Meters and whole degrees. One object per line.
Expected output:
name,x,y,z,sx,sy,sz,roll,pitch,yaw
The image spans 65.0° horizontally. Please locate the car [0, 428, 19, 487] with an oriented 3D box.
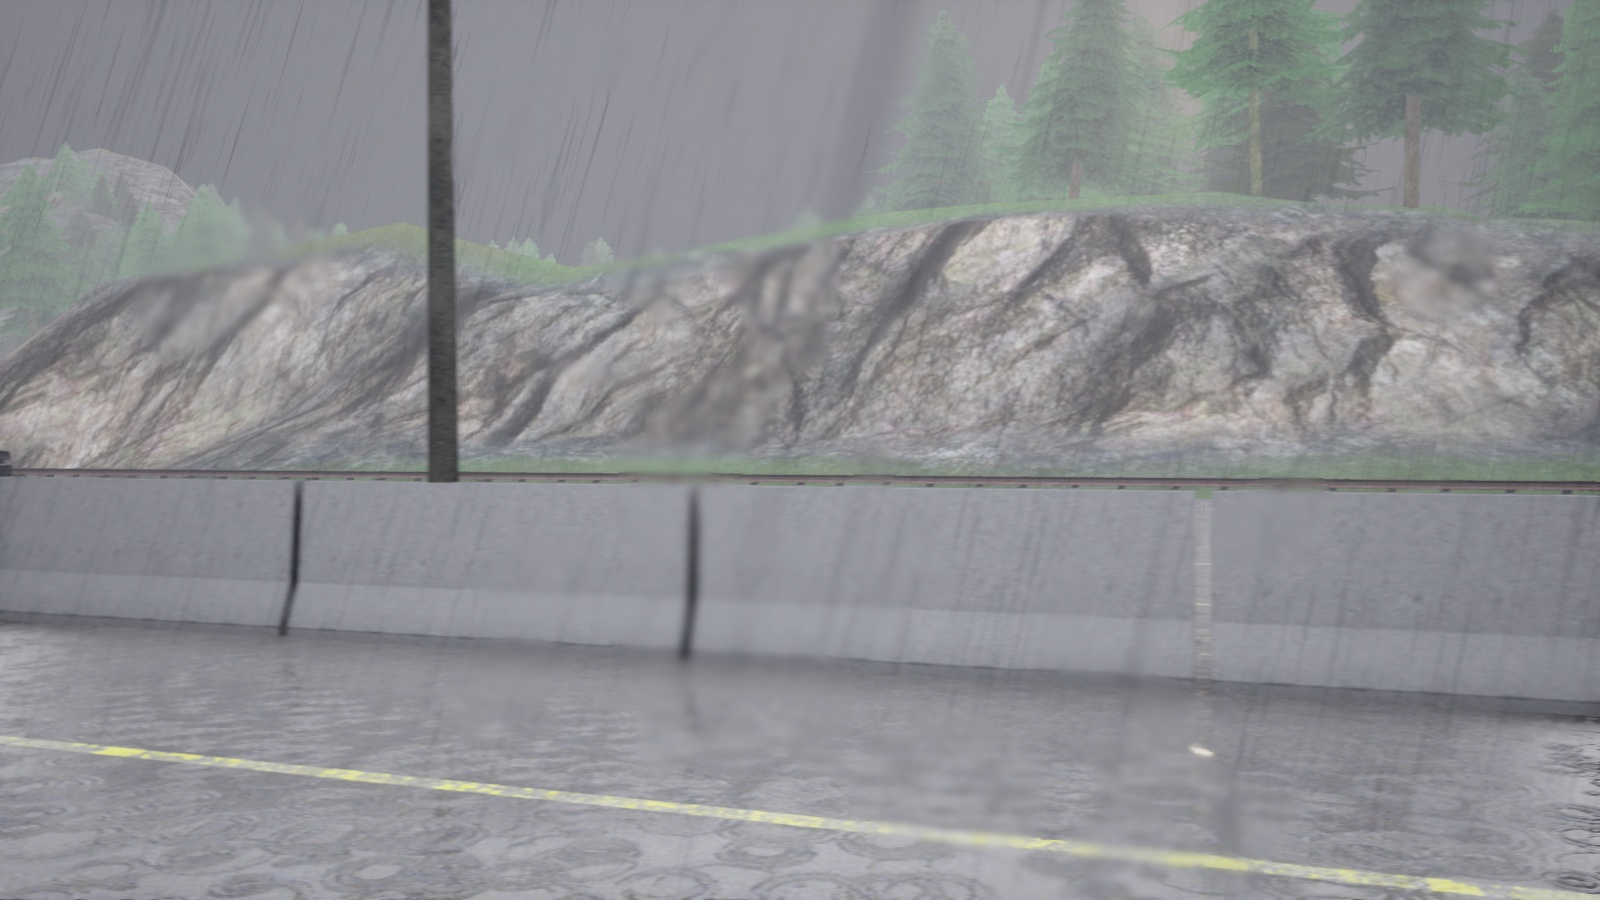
car,-23.385,0.184,33.215,5.008,1.535,1.882,1,1,19
